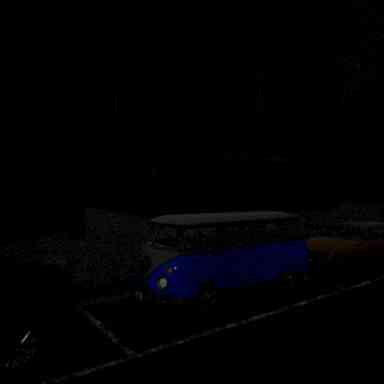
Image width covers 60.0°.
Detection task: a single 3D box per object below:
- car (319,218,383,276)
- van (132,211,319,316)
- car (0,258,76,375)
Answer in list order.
[{"bbox_3d":[5.044,1.504,10.254,4.829,1.417,1.752,0,0,-36],"label":"car"},{"bbox_3d":[0.756,1.331,7.193,3.998,1.788,1.690,0,0,-36],"label":"van"},{"bbox_3d":[-3.669,1.568,4.034,4.313,1.339,1.947,0,0,-36],"label":"car"}]
